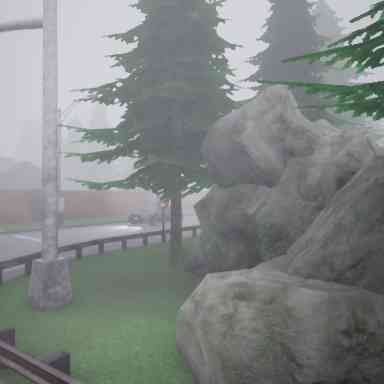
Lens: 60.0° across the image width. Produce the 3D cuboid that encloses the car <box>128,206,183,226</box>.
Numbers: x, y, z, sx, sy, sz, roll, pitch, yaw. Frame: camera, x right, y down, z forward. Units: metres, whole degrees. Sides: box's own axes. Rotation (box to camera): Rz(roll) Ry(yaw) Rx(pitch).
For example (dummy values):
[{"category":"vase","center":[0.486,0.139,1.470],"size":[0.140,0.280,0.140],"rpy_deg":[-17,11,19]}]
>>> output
[{"category":"car","center":[-2.454,1.547,23.178],"size":[1.994,1.385,4.181],"rpy_deg":[0,0,36]}]
